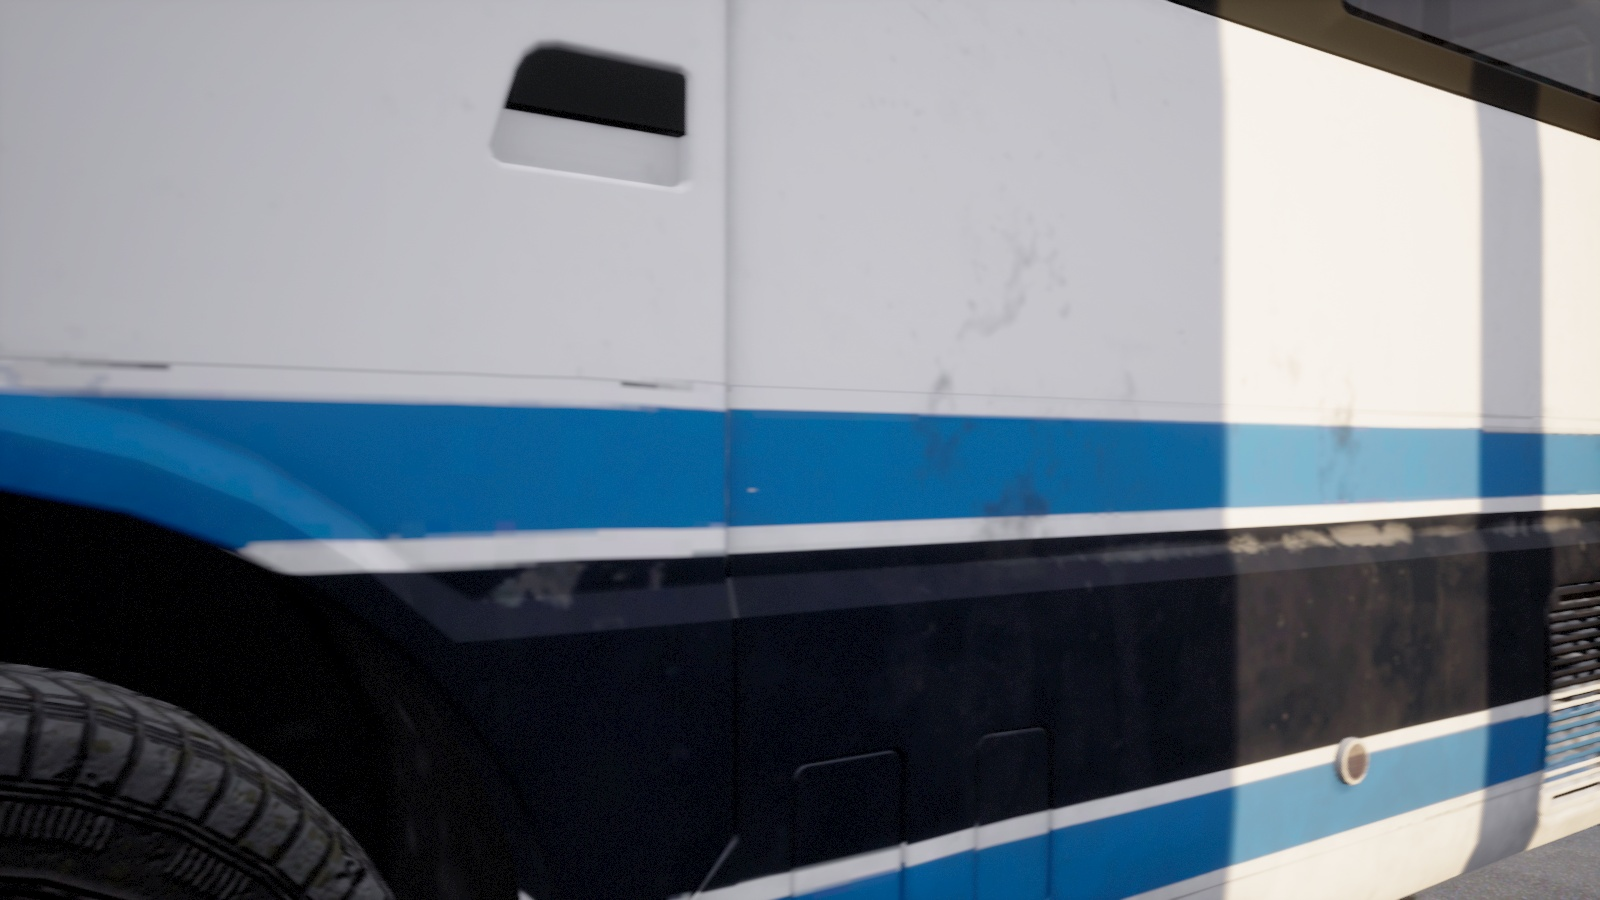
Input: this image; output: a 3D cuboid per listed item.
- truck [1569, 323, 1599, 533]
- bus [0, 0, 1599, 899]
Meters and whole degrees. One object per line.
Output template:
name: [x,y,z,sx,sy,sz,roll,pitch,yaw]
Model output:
truck: [18.878,-0.403,23.391,8.468,3.827,2.891,0,0,-17]
bus: [0.629,-0.623,4.104,10.273,4.253,3.944,0,0,-35]
